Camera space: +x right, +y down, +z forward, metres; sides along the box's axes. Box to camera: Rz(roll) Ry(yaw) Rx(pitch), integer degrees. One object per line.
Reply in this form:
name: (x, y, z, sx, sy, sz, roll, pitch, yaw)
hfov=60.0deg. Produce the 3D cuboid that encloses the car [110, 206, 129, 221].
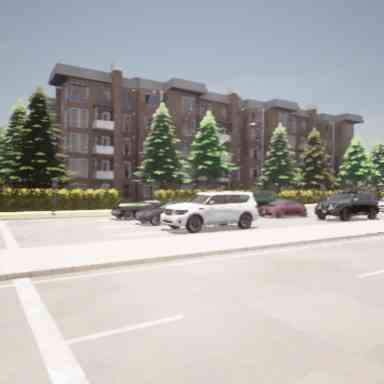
car: (-3.326, 1.262, 23.639, 4.718, 1.301, 1.895, 0, 1, -32)

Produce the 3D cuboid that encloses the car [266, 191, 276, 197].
car: (5.014, 0.898, 28.802, 5.566, 2.045, 2.150, 0, 1, -32)

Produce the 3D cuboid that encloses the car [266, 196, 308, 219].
car: (7.089, 1.296, 25.977, 4.181, 1.385, 1.994, 0, 1, -32)

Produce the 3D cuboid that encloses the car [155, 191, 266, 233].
car: (1.102, 0.996, 18.143, 5.566, 2.045, 2.150, 0, 1, -32)

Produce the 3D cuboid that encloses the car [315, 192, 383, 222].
car: (11.564, 1.018, 24.629, 5.566, 2.045, 2.150, 0, 1, -32)

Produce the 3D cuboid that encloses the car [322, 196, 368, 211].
car: (16.561, 1.191, 35.941, 4.902, 1.511, 2.128, 0, 1, -32)

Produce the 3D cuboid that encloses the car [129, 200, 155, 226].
car: (-1.217, 1.243, 20.828, 4.674, 1.442, 1.812, 0, 1, -32)
